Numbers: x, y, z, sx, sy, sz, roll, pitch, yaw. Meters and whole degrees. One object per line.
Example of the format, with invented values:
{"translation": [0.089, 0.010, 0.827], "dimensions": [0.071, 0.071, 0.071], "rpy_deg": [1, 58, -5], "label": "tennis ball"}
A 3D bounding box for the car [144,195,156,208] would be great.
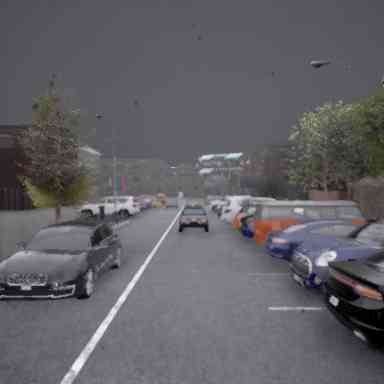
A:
{"translation": [-7.689, 1.644, 45.874], "dimensions": [4.553, 1.767, 2.185], "rpy_deg": [0, 0, 0], "label": "car"}

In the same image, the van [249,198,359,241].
{"translation": [4.773, 1.340, 13.366], "dimensions": [4.442, 1.987, 1.878], "rpy_deg": [0, 0, 0], "label": "van"}

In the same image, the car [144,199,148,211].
{"translation": [-7.659, 1.753, 36.934], "dimensions": [4.674, 1.452, 2.002], "rpy_deg": [0, 0, 0], "label": "car"}

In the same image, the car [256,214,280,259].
{"translation": [4.652, 1.588, 10.571], "dimensions": [4.674, 1.452, 2.002], "rpy_deg": [0, 0, 0], "label": "car"}

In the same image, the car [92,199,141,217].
{"translation": [-7.632, 1.569, 33.996], "dimensions": [4.553, 1.767, 2.185], "rpy_deg": [0, 0, 0], "label": "car"}

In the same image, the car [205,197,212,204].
{"translation": [4.666, 1.759, 44.095], "dimensions": [5.008, 1.535, 2.097], "rpy_deg": [0, 0, 0], "label": "car"}

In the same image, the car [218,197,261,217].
{"translation": [4.695, 1.528, 27.333], "dimensions": [4.553, 1.767, 2.185], "rpy_deg": [0, 0, 0], "label": "car"}

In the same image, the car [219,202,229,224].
{"translation": [4.691, 1.666, 24.539], "dimensions": [4.792, 1.488, 2.163], "rpy_deg": [0, 0, 0], "label": "car"}

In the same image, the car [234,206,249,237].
{"translation": [4.686, 1.613, 16.160], "dimensions": [4.792, 1.488, 2.163], "rpy_deg": [0, 0, 0], "label": "car"}

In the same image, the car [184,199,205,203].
{"translation": [0.119, 1.602, 39.468], "dimensions": [2.097, 1.767, 4.553], "rpy_deg": [0, 0, 0], "label": "car"}

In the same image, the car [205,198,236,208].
{"translation": [4.684, 1.831, 55.266], "dimensions": [4.892, 1.521, 2.231], "rpy_deg": [0, 0, 0], "label": "car"}

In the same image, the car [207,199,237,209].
{"translation": [4.678, 1.852, 52.476], "dimensions": [4.674, 1.452, 2.002], "rpy_deg": [0, 0, 0], "label": "car"}

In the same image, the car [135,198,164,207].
{"translation": [-7.655, 1.834, 60.461], "dimensions": [5.008, 1.535, 2.097], "rpy_deg": [0, 0, 0], "label": "car"}

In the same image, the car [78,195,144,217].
{"translation": [-7.693, 1.426, 31.184], "dimensions": [5.566, 2.045, 2.435], "rpy_deg": [0, 0, 0], "label": "car"}

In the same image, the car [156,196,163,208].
{"translation": [-7.468, 1.822, 54.689], "dimensions": [5.366, 1.575, 1.946], "rpy_deg": [0, 0, 0], "label": "car"}

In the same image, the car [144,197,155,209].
{"translation": [-7.688, 1.781, 42.935], "dimensions": [4.792, 1.488, 2.163], "rpy_deg": [0, 0, 0], "label": "car"}

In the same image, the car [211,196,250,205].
{"translation": [4.699, 1.582, 35.839], "dimensions": [4.553, 1.767, 2.185], "rpy_deg": [0, 0, 0], "label": "car"}

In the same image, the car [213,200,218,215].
{"translation": [4.634, 1.701, 30.128], "dimensions": [4.792, 1.488, 2.163], "rpy_deg": [0, 0, 0], "label": "car"}

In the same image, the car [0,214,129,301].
{"translation": [-3.096, 1.560, 8.641], "dimensions": [1.837, 1.490, 4.892], "rpy_deg": [0, 0, 0], "label": "car"}

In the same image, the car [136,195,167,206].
{"translation": [-7.620, 1.554, 63.404], "dimensions": [5.566, 2.045, 2.435], "rpy_deg": [0, 0, 0], "label": "car"}

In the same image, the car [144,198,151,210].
{"translation": [-7.657, 1.773, 39.996], "dimensions": [4.674, 1.452, 2.002], "rpy_deg": [0, 0, 0], "label": "car"}

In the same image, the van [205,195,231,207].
{"translation": [4.562, 1.616, 58.061], "dimensions": [4.442, 1.987, 1.878], "rpy_deg": [0, 0, 0], "label": "van"}

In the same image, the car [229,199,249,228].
{"translation": [4.628, 1.475, 18.953], "dimensions": [4.553, 1.767, 2.185], "rpy_deg": [0, 0, 0], "label": "car"}

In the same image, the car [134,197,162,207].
{"translation": [-7.621, 1.714, 57.631], "dimensions": [4.553, 1.767, 2.185], "rpy_deg": [0, 0, 0], "label": "car"}

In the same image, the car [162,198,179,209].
{"translation": [-3.049, 1.827, 50.918], "dimensions": [1.837, 1.490, 4.892], "rpy_deg": [0, 0, 0], "label": "car"}

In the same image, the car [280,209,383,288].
{"translation": [4.684, 1.405, 7.780], "dimensions": [4.553, 1.767, 2.185], "rpy_deg": [0, 0, 0], "label": "car"}

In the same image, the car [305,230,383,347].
{"translation": [4.647, 1.513, 5.109], "dimensions": [5.008, 1.535, 2.097], "rpy_deg": [0, 0, 0], "label": "car"}

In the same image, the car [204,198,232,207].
{"translation": [4.674, 1.833, 60.869], "dimensions": [4.892, 1.521, 2.231], "rpy_deg": [0, 1, 0], "label": "car"}

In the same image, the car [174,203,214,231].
{"translation": [0.117, 1.685, 21.777], "dimensions": [2.033, 1.411, 5.357], "rpy_deg": [0, 0, 0], "label": "car"}
